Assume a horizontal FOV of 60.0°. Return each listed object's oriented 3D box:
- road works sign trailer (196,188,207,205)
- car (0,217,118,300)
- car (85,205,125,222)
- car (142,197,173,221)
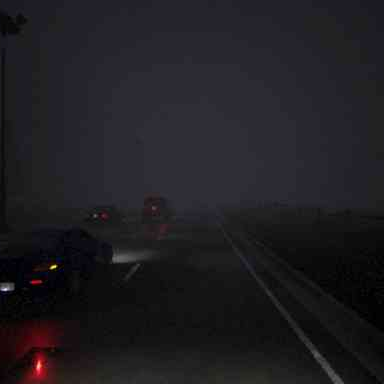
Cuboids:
[{"bbox_3d":[2.082,0.981,74.483,2.380,3.560,2.880,0,0,7],"label":"road works sign trailer"},{"bbox_3d":[-3.399,1.585,8.424,1.812,1.442,4.674,0,0,0],"label":"car"},{"bbox_3d":[-6.609,1.725,25.532,2.033,1.411,5.357,0,0,2],"label":"car"},{"bbox_3d":[-3.000,1.427,29.559,2.150,2.045,5.566,0,0,2],"label":"car"}]
